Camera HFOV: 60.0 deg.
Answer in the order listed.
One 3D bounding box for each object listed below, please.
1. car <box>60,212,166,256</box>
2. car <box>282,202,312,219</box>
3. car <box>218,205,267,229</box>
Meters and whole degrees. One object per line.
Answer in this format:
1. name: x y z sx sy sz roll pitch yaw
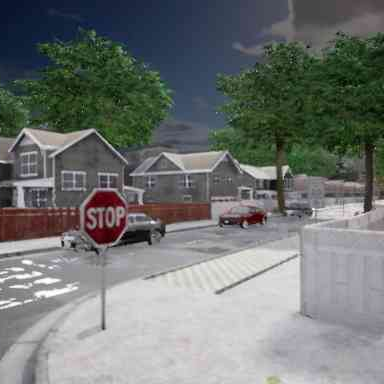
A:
1. car: -3.143 1.649 14.155 2.128 1.511 4.902 -1 -1 35
2. car: 10.565 1.792 33.363 2.128 1.511 4.902 -1 -1 36
3. car: 3.688 1.703 23.734 1.882 1.535 5.008 -1 -1 35
